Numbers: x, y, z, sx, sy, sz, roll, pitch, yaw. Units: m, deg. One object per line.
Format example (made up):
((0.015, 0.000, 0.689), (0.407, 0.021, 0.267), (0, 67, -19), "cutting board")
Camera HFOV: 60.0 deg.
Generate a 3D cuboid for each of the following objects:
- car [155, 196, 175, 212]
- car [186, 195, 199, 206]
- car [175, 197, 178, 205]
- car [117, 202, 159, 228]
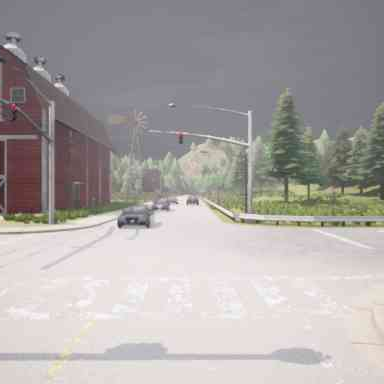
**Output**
((-3.521, 1.489, 38.773), (2.128, 1.511, 4.902), (0, 0, 0), "car")
((0.112, 1.348, 55.632), (2.097, 1.767, 4.553), (0, 0, 0), "car")
((-3.445, 1.521, 58.394), (1.812, 1.442, 4.674), (0, 0, 0), "car")
((-3.558, 1.560, 21.755), (1.994, 1.385, 4.181), (0, 0, 0), "car")
